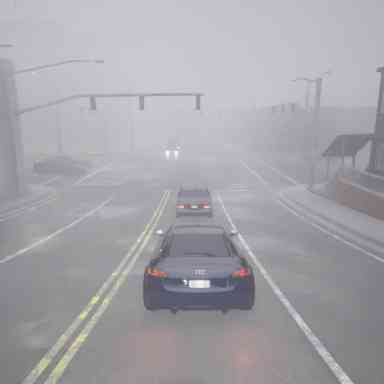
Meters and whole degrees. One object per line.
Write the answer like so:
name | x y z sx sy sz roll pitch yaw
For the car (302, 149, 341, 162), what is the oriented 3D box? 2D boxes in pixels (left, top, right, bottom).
car | 16.161 -4.552 41.345 4.674 1.442 1.812 0 12 0

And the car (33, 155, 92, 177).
car | -12.188 -2.274 30.842 4.902 1.511 2.128 1 12 4

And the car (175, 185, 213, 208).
car | 0.111 0.361 17.271 2.033 1.411 5.357 0 8 0

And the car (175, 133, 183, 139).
car | -3.407 -14.792 87.998 1.812 1.442 4.674 0 12 0

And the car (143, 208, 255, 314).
car | 0.111 1.346 7.386 1.994 1.385 4.181 0 3 0

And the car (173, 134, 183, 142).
car | -3.428 -10.490 68.409 2.128 1.511 4.902 0 12 0

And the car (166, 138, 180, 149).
car | -3.511 -8.295 58.762 1.895 1.301 4.718 0 12 -2

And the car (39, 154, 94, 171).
car | -12.958 -3.074 34.549 4.892 1.490 1.837 -1 13 -2
